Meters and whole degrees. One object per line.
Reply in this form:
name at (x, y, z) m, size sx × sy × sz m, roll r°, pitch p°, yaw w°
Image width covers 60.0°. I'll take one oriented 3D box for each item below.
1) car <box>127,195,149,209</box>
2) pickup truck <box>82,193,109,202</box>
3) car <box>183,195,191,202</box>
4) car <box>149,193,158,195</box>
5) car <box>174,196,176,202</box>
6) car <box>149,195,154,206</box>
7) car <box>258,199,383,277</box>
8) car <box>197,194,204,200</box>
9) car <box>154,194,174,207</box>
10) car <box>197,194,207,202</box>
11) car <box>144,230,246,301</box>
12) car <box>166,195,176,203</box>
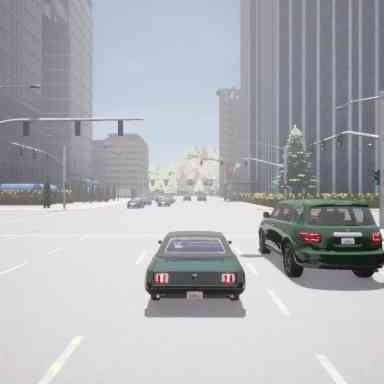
car at (-7.823, 1.491, 46.598) m, size 2.128 × 1.511 × 4.902 m, roll 0°, pitch 0°, yaw 1°
pickup truck at (-21.173, 1.058, 73.355) m, size 2.390 × 2.098 × 6.274 m, roll 0°, pitch 0°, yaw 30°
car at (-1.122, 1.500, 78.496) m, size 1.837 × 1.490 × 4.892 m, roll 0°, pitch 0°, yaw -1°
car at (-7.987, 1.221, 68.891) m, size 2.150 × 2.045 × 5.566 m, roll 0°, pitch 0°, yaw -1°
car at (-4.456, 1.491, 62.513) m, size 2.128 × 1.511 × 4.902 m, roll 0°, pitch 0°, yaw 0°
car at (-7.882, 1.563, 55.510) m, size 1.994 × 1.385 × 4.181 m, roll 0°, pitch 0°, yaw -1°
car at (3.585, 1.221, 10.330) m, size 2.150 × 2.045 × 5.566 m, roll 0°, pitch 0°, yaw 0°
car at (2.227, 1.386, 89.046) m, size 1.882 × 1.535 × 5.008 m, roll 0°, pitch 0°, yaw -1°
car at (-4.340, 1.491, 52.258) m, size 2.128 × 1.511 × 4.902 m, roll 0°, pitch 0°, yaw -1°
car at (2.373, 1.348, 78.765) m, size 2.097 × 1.767 × 4.553 m, roll 0°, pitch 0°, yaw -1°
car at (0.074, 1.601, 8.301) m, size 1.895 × 1.301 × 4.718 m, roll 0°, pitch 0°, yaw 0°
car at (-4.543, 1.478, 72.822) m, size 1.882 × 1.535 × 5.008 m, roll 0°, pitch 0°, yaw -1°
